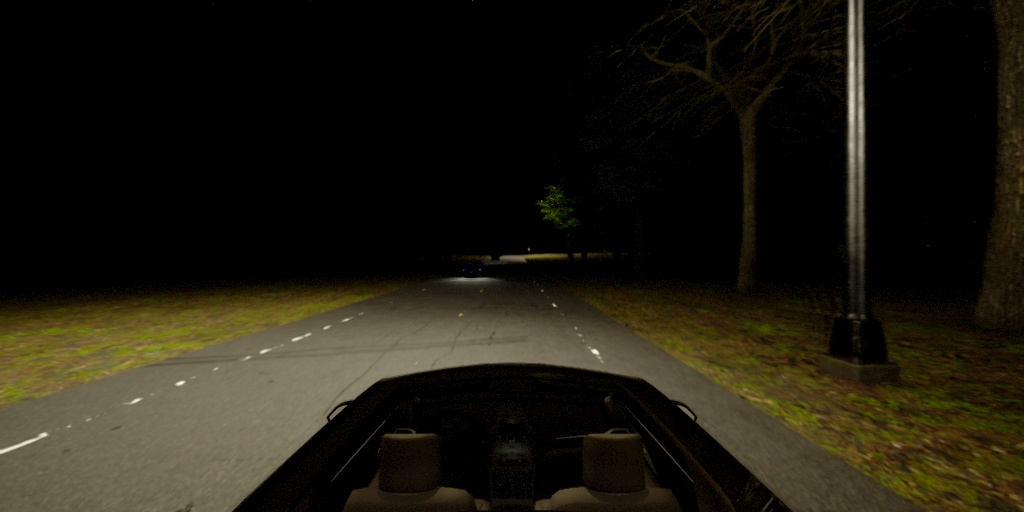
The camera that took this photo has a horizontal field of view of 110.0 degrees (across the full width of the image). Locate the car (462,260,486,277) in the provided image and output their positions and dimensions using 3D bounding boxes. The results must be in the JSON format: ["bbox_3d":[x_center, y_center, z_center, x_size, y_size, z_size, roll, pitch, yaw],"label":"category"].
[{"bbox_3d":[-3.603,1.166,34.379,1.882,1.535,5.008,0,0,0],"label":"car"}]
